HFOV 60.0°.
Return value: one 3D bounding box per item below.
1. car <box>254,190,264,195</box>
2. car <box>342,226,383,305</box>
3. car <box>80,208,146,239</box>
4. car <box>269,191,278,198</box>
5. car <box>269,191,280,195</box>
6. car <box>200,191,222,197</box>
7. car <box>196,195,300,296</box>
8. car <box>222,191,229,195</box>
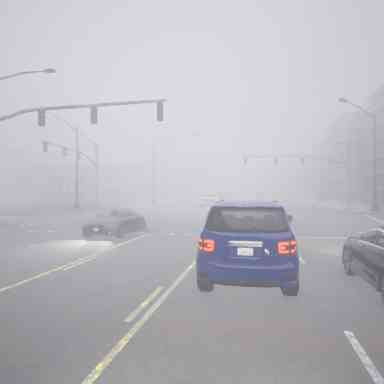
[{"bbox_3d":[15.302,0.904,75.471,1.994,1.385,4.181,0,1,11],"label":"car"},{"bbox_3d":[4.784,1.492,7.407,2.128,1.511,4.902,0,0,11],"label":"car"},{"bbox_3d":[-3.990,1.559,17.446,1.994,1.385,4.181,0,0,15],"label":"car"},{"bbox_3d":[20.757,0.552,84.975,2.097,1.767,4.553,0,1,11],"label":"car"},{"bbox_3d":[18.773,0.881,74.973,2.128,1.511,4.902,0,1,11],"label":"car"},{"bbox_3d":[2.515,1.079,47.481,2.150,2.045,5.566,0,1,11],"label":"car"},{"bbox_3d":[1.517,1.221,8.930,2.150,2.045,5.566,0,0,11],"label":"car"},{"bbox_3d":[4.547,0.926,57.667,2.150,2.045,5.566,0,1,11],"label":"car"}]
